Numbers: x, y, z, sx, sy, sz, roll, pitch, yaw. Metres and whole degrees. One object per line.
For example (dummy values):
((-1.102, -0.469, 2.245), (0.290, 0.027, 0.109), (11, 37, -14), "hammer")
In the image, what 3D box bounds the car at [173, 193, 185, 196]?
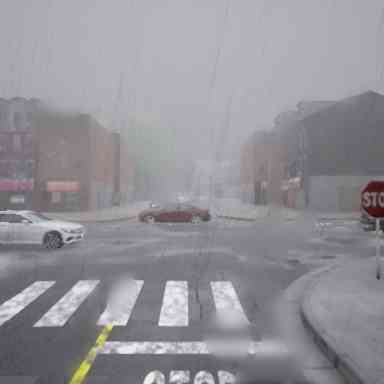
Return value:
((-2.521, 1.194, 58.843), (2.150, 2.045, 5.566), (0, 0, 0), "car")

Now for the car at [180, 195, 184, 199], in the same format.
((-2.552, 1.473, 45.180), (2.128, 1.511, 4.902), (0, 0, 0), "car")

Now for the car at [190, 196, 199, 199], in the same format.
((0.405, 1.518, 64.049), (2.033, 1.411, 5.357), (0, 0, -3), "car")

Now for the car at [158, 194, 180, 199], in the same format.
((-2.767, 1.341, 33.578), (2.097, 1.767, 4.553), (0, 0, 4), "car")

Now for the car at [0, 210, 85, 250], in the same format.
((-6.670, 1.451, 13.111), (4.674, 1.442, 1.812), (0, -1, -1), "car")

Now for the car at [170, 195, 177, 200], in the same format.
((-5.304, 1.500, 94.777), (1.752, 1.417, 4.829), (1, 0, 0), "car")

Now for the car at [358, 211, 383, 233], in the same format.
((10.886, 1.163, 16.529), (4.553, 1.767, 2.097), (-1, -1, -1), "car")

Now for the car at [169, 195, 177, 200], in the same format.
((-5.263, 1.524, 92.803), (2.008, 1.369, 4.403), (1, 0, 0), "car")

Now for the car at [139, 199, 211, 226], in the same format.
((-1.174, 1.479, 23.083), (5.008, 1.535, 1.882), (0, 0, -1), "car")
